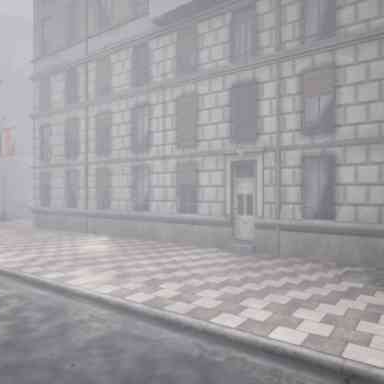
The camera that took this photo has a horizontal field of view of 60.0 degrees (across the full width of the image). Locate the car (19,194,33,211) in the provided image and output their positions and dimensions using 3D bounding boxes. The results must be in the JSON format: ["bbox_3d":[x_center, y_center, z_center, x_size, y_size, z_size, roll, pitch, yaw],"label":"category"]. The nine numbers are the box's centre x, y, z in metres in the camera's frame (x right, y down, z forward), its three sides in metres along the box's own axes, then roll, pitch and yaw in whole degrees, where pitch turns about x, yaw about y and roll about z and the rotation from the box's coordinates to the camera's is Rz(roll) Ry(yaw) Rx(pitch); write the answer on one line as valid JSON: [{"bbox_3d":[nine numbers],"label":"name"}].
[{"bbox_3d":[-17.118,1.352,38.901,2.097,1.767,4.553,0,0,36],"label":"car"}]

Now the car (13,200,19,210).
[{"bbox_3d":[-19.310,1.221,41.848,2.150,2.045,5.566,0,0,36],"label":"car"}]
